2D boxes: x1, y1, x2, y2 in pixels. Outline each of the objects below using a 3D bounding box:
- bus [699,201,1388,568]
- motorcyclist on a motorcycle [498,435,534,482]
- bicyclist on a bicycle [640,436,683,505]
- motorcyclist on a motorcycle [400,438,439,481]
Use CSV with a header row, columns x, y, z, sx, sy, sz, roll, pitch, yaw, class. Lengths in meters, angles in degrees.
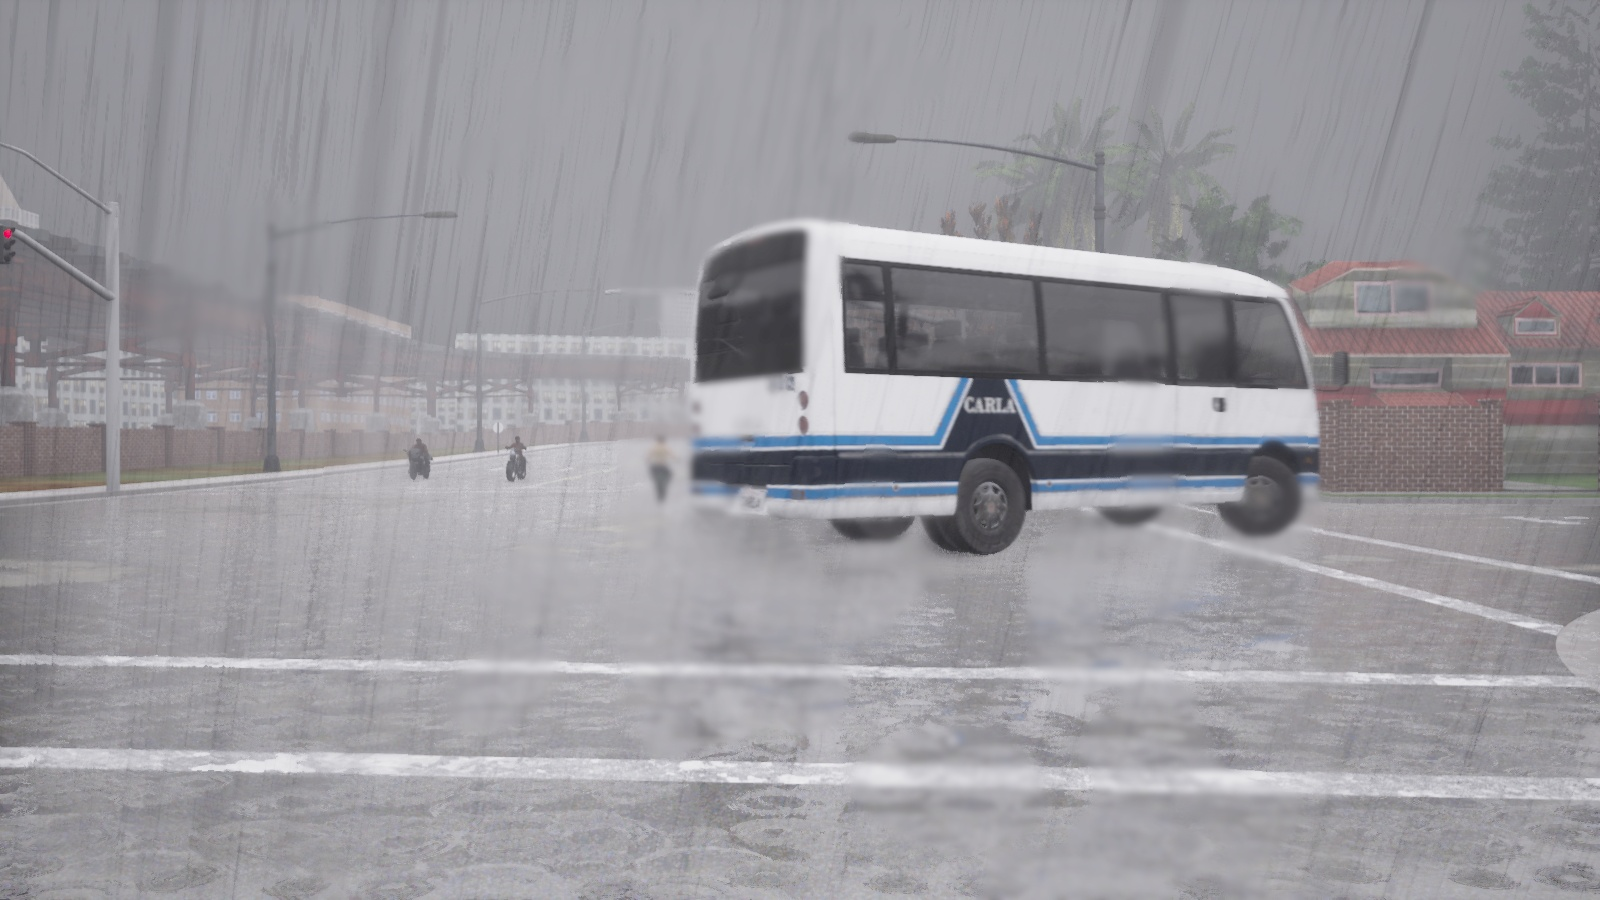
x,y,z,sx,sy,sz,roll,pitch,yaw,class
3.963,-0.755,18.960,10.273,4.253,3.944,0,0,-32,bus
-10.241,0.287,45.338,0.766,1.649,2.350,0,1,0,motorcyclist on a motorcycle
-3.317,0.468,30.216,0.866,1.612,1.509,0,0,0,bicyclist on a bicycle
-13.740,0.317,45.422,0.797,1.523,2.044,0,1,0,motorcyclist on a motorcycle
